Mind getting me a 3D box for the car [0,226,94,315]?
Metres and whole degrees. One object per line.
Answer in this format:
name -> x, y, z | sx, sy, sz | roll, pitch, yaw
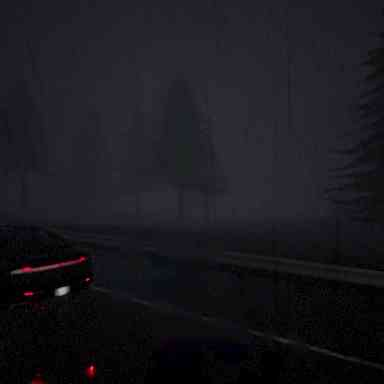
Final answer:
car -> -4.161, 1.484, 7.181 | 4.902, 1.511, 2.128 | 0, 0, 37
